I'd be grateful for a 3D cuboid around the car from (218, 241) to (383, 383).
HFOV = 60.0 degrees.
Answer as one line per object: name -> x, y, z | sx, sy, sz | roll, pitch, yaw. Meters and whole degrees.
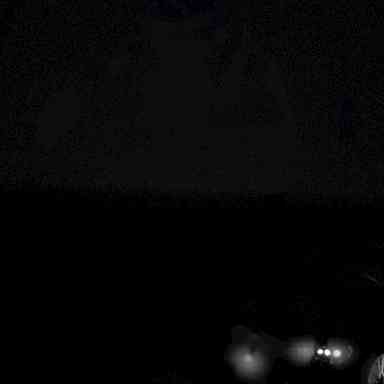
car -> 2.577, 1.545, 4.939 | 4.902, 1.511, 2.128 | 1, -1, -36
